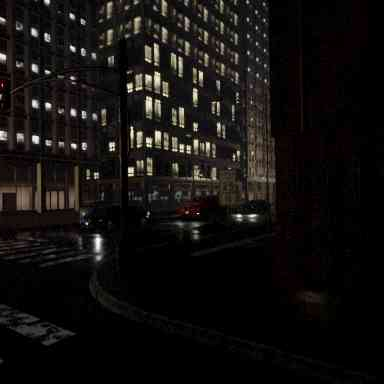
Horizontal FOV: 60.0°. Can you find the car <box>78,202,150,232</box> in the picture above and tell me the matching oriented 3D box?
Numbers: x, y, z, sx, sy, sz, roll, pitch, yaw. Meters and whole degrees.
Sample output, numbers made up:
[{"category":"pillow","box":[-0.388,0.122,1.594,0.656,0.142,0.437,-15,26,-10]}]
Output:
[{"category":"car","box":[-4.683,1.571,20.958,1.837,1.490,4.892,-1,-1,33]}]

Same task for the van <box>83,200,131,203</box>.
[{"category":"van","box":[-6.030,1.460,23.491,1.690,1.788,3.998,-2,-1,36]}]

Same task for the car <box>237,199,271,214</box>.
[{"category":"car","box":[7.209,1.584,37.512,1.882,1.535,5.008,-1,-1,36]}]

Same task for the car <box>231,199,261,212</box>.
[{"category":"car","box":[6.798,1.689,41.405,1.752,1.417,4.829,-2,-1,36]}]

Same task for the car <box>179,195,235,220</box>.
[{"category":"car","box":[1.205,1.307,29.149,2.150,2.045,5.566,-1,-1,36]}]
